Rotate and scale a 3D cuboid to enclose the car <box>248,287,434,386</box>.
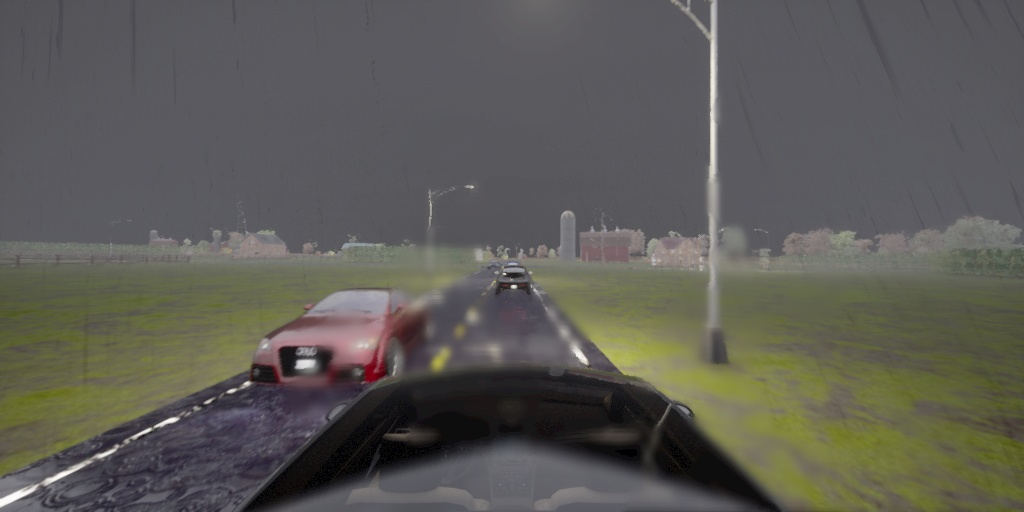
[{"bbox_3d":[-2.852,1.313,6.968,1.994,1.385,4.181,0,0,0],"label":"car"}]

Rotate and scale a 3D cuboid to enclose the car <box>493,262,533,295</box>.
[{"bbox_3d":[0.096,1.256,19.880,1.837,1.490,4.892,0,0,0],"label":"car"}]

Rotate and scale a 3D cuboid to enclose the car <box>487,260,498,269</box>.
[{"bbox_3d":[-2.770,1.348,55.944,1.994,1.385,4.181,0,0,0],"label":"car"}]
